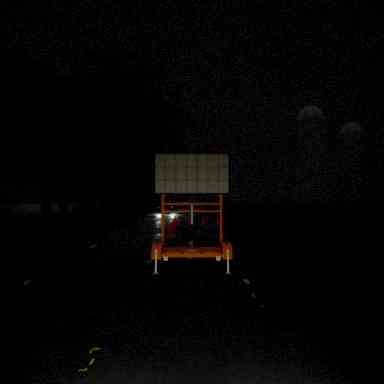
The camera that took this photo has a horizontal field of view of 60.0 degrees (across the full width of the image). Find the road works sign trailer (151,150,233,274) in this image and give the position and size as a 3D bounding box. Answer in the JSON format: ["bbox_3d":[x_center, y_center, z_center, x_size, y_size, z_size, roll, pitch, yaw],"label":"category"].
[{"bbox_3d":[-0.001,0.481,10.567,2.380,3.560,2.880,0,0,0],"label":"road works sign trailer"}]

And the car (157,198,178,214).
[{"bbox_3d":[-2.852,1.647,37.692,1.812,1.442,4.674,0,0,0],"label":"car"}]

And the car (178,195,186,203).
[{"bbox_3d":[-2.756,1.803,88.975,2.150,2.045,5.566,0,-1,0],"label":"car"}]
